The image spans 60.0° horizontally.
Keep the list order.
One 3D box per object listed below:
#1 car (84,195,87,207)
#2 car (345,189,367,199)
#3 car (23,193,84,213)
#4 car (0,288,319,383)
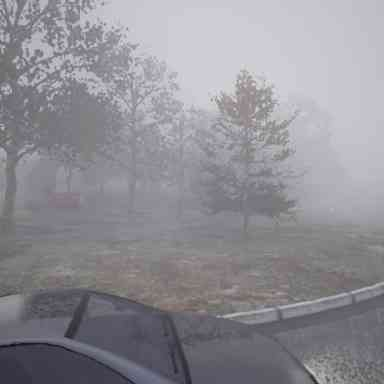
[{"bbox_3d":[-15.059,1.135,38.567,5.566,2.045,2.150,0,0,-26],"label":"car"},{"bbox_3d":[25.133,0.182,50.955,2.033,1.411,5.357,0,5,41],"label":"car"},{"bbox_3d":[-14.810,1.133,35.219,5.566,2.045,2.150,0,-1,-30],"label":"car"},{"bbox_3d":[-0.992,1.564,2.611,4.181,1.385,1.994,0,0,-11],"label":"car"}]
